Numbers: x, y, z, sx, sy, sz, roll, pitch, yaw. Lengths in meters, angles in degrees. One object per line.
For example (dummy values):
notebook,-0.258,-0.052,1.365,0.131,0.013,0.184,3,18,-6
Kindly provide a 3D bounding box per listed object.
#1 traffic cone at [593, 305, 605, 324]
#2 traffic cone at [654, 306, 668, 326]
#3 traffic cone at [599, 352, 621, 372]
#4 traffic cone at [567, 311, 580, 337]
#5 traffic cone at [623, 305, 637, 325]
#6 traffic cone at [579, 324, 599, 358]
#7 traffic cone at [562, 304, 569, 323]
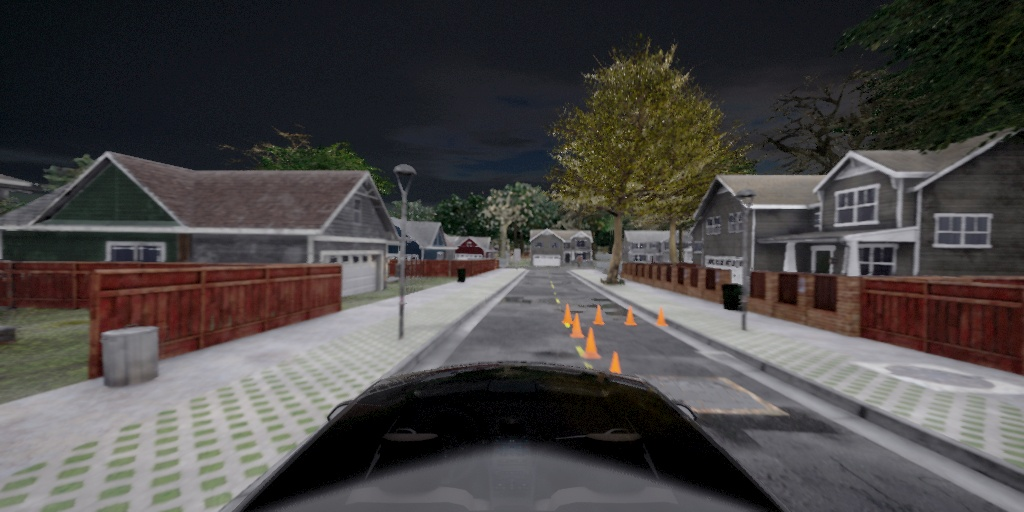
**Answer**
traffic cone,2.776,1.860,11.504,0.340,0.580,0.340,0,0,2
traffic cone,4.756,1.900,11.450,0.340,0.580,0.340,0,0,4
traffic cone,1.592,1.779,5.539,0.340,0.580,0.340,0,0,2
traffic cone,1.716,1.821,9.537,0.340,0.580,0.340,0,0,2
traffic cone,3.775,1.880,11.474,0.340,0.580,0.340,0,0,2
traffic cone,1.654,1.801,7.538,0.340,0.580,0.340,0,0,2
traffic cone,1.777,1.840,11.536,0.340,0.580,0.340,0,0,2
